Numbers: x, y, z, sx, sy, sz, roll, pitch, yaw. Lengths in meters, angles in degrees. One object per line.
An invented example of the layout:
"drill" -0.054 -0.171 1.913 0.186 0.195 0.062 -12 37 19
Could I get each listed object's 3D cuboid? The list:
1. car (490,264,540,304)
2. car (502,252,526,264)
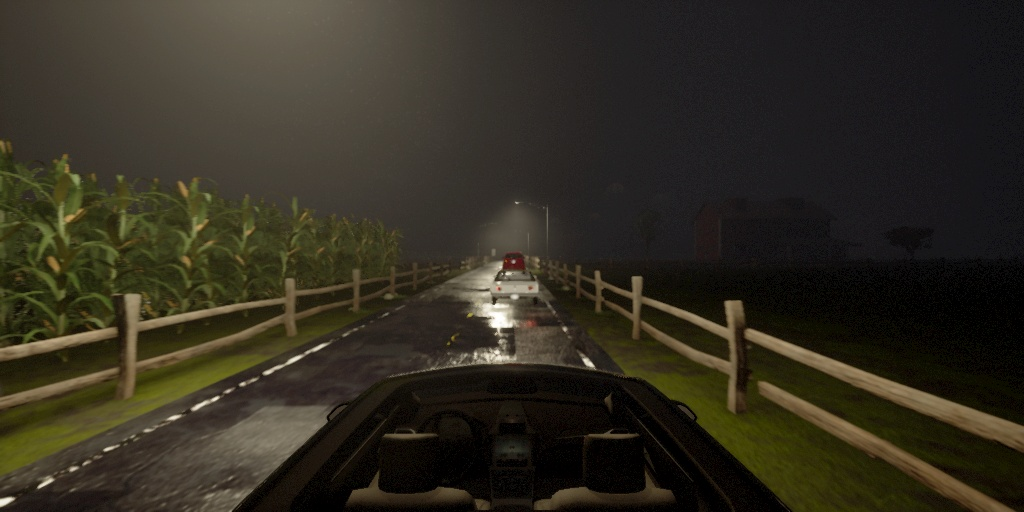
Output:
"car" 0.121 1.212 15.449 1.895 1.301 4.718 0 1 0
"car" 0.183 0.629 36.380 2.150 2.045 5.566 0 0 0
